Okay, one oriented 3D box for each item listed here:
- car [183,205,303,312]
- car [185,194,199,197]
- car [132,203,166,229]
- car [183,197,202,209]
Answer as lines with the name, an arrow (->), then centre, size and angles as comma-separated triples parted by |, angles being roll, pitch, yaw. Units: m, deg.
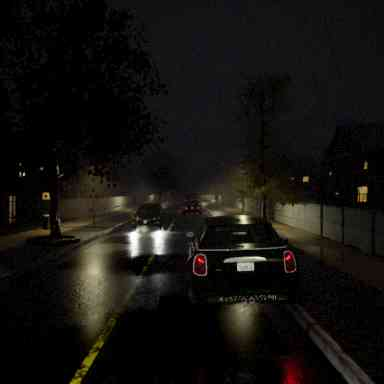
car -> 0.927, 1.324, 7.887 | 2.097, 1.767, 4.553 | -2, 0, 0
car -> 0.007, 1.257, 44.618 | 2.150, 2.045, 5.566 | 0, 0, 1
car -> -2.762, 1.518, 22.048 | 1.837, 1.490, 4.892 | 0, 0, 0
car -> 0.048, 1.571, 33.966 | 2.033, 1.411, 5.357 | 0, 0, 1
